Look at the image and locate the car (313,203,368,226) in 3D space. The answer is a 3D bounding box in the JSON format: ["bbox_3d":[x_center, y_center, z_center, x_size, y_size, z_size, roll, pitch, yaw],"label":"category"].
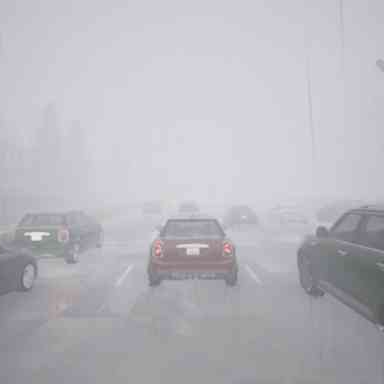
[{"bbox_3d":[10.315,1.524,23.532,1.994,1.385,4.181,0,0,-1],"label":"car"}]

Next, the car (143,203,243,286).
[{"bbox_3d":[-0.006,1.362,9.611,2.097,1.767,4.553,0,0,-1],"label":"car"}]

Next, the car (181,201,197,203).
[{"bbox_3d":[-0.258,1.537,28.997,1.837,1.490,4.892,0,0,-1],"label":"car"}]

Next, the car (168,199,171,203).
[{"bbox_3d":[-4.080,1.554,47.476,1.882,1.535,5.008,0,0,0],"label":"car"}]

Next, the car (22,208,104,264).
[{"bbox_3d":[-4.690,1.394,12.106,2.097,1.767,4.553,0,0,-1],"label":"car"}]

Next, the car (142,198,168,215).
[{"bbox_3d":[-3.880,1.552,33.550,2.128,1.511,4.902,0,0,0],"label":"car"}]

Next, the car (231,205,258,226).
[{"bbox_3d":[3.318,1.568,23.352,1.994,1.385,4.181,0,0,-1],"label":"car"}]

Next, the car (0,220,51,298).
[{"bbox_3d":[-4.610,1.541,6.136,1.837,1.490,4.892,0,0,-1],"label":"car"}]

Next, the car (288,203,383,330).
[{"bbox_3d":[3.548,1.205,5.458,2.150,2.045,5.566,0,0,-1],"label":"car"}]

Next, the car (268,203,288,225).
[{"bbox_3d":[6.798,1.508,23.736,1.812,1.442,4.674,0,0,-1],"label":"car"}]
